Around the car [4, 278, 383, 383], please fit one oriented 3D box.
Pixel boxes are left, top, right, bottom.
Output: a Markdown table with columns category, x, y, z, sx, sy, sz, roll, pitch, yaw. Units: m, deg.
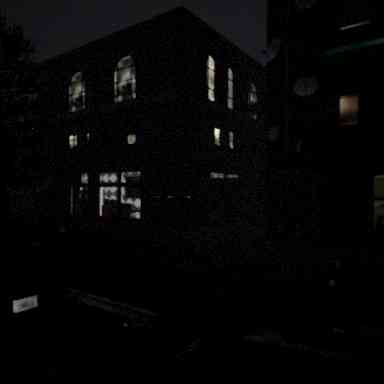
| category | x | y | z | sx | sy | sz | roll | pitch | yaw |
| --- | --- | --- | --- | --- | --- | --- | --- | --- | --- |
| car | 0.591 | 1.577 | 2.454 | 4.206 | 1.307 | 1.802 | 0 | 0 | 36 |

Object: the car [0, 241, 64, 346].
| category | x | y | z | sx | sy | sz | roll | pitch | yaw |
| --- | --- | --- | --- | --- | --- | --- | --- | --- | --- |
| car | -3.919 | 1.524 | 5.671 | 4.313 | 1.339 | 1.947 | 0 | 0 | 36 |
